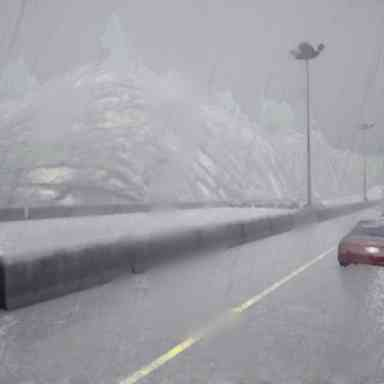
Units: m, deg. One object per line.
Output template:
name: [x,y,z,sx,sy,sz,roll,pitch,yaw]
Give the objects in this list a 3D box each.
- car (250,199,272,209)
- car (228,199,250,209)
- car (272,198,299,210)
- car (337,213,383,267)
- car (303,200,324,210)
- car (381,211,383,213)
car: [10.835,1.802,49.460,1.994,1.385,4.181,0,0,34]
car: [7.488,1.785,50.757,2.033,1.411,5.357,0,0,34]
car: [13.614,1.584,47.329,2.097,1.767,4.553,0,0,34]
car: [6.160,1.607,10.963,1.994,1.385,4.181,0,-1,34]
car: [16.646,1.794,45.569,1.994,1.385,4.181,0,0,34]
car: [13.532,1.658,21.930,2.033,1.411,5.357,0,0,35]
